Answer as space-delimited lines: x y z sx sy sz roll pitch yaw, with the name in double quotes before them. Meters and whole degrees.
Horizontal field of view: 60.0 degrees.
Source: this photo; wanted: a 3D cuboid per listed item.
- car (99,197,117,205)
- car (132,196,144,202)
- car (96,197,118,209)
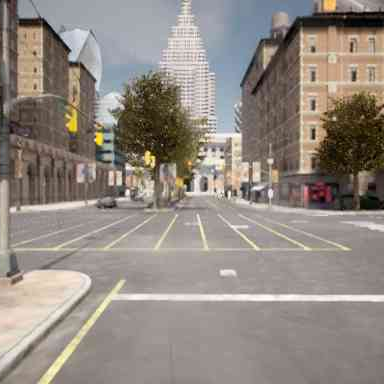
"car" -14.661 1.531 58.162 1.895 1.301 4.718 0 0 0
"car" -11.393 1.475 70.529 1.994 1.385 4.181 0 0 0
"car" -11.434 1.499 45.200 2.033 1.411 5.357 0 0 0
